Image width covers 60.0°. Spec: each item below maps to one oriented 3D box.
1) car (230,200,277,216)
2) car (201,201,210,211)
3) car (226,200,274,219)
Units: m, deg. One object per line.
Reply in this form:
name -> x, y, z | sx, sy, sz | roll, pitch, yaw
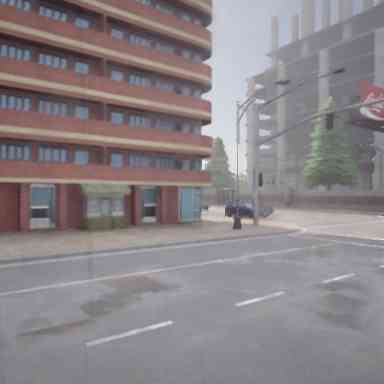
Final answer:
car -> 6.302, 1.612, 34.537 | 1.837, 1.490, 4.892 | 0, 0, -36
car -> 0.281, 1.611, 42.859 | 1.837, 1.490, 4.892 | 0, 0, -36
car -> 4.962, 1.618, 30.415 | 1.812, 1.442, 4.674 | 0, 0, -36
